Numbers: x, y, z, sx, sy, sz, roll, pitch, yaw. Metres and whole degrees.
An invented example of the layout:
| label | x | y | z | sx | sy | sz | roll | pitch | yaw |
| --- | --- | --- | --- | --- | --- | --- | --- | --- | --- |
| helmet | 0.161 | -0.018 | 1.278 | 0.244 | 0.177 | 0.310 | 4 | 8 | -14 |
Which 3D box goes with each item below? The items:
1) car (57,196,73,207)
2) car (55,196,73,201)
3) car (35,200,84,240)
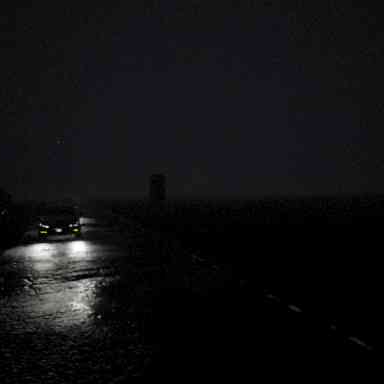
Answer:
| label | x | y | z | sx | sy | sz | roll | pitch | yaw |
| --- | --- | --- | --- | --- | --- | --- | --- | --- | --- |
| car | -18.044 | 1.326 | 47.308 | 2.033 | 1.411 | 5.357 | -1 | 1 | -20 |
| car | -12.187 | 1.337 | 31.519 | 2.128 | 1.511 | 4.902 | -1 | 1 | -20 |
| car | -6.673 | 1.415 | 16.849 | 1.837 | 1.490 | 4.892 | -1 | 1 | -21 |
